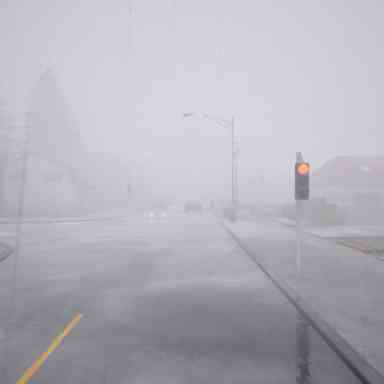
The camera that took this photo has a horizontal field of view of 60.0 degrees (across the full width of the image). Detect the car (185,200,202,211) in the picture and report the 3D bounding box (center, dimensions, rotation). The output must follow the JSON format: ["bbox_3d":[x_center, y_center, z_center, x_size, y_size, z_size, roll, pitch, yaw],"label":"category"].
[{"bbox_3d":[0.161,1.601,39.374,1.895,1.301,4.718,0,0,0],"label":"car"}]

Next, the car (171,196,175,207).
[{"bbox_3d":[-4.049,1.526,50.785,1.812,1.442,4.674,0,0,0],"label":"car"}]

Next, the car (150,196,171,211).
[{"bbox_3d":[-4.062,1.505,41.574,1.837,1.490,4.892,0,0,0],"label":"car"}]
